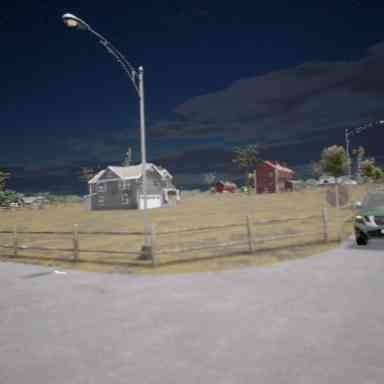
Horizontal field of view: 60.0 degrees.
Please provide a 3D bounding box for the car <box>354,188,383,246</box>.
[{"bbox_3d":[8.020,0.868,13.336,2.150,2.045,5.566,-4,-1,35],"label":"car"}]
